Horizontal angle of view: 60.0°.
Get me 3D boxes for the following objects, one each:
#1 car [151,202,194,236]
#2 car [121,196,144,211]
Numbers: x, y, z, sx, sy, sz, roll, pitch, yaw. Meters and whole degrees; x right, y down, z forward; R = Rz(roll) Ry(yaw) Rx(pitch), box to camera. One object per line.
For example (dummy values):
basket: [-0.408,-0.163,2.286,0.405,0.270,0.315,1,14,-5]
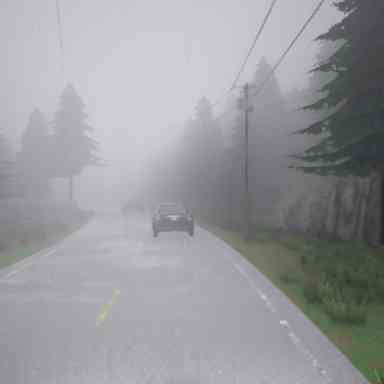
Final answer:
car: [-1.209,1.354,18.616,2.097,1.767,4.553,0,0,-8]
car: [-7.464,1.355,41.513,2.097,1.767,4.553,0,0,-21]
